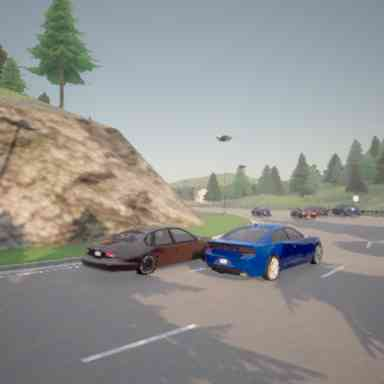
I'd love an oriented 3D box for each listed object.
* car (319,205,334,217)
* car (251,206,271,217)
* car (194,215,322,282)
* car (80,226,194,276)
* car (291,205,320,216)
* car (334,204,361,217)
[{"bbox_3d":[16.565,2.521,44.701,2.128,1.511,4.902,0,-2,-1],"label":"car"},{"bbox_3d":[9.562,2.691,46.158,1.812,1.442,4.674,0,-2,-3],"label":"car"},{"bbox_3d":[2.536,1.755,10.842,1.882,1.535,5.008,-1,-1,43],"label":"car"},{"bbox_3d":[-1.120,1.898,11.686,2.033,1.411,5.357,-2,-2,42],"label":"car"},{"bbox_3d":[13.126,2.529,39.374,1.895,1.301,4.718,-1,-2,2],"label":"car"},{"bbox_3d":[20.002,2.301,43.476,2.097,1.767,4.553,-1,-2,0],"label":"car"}]
